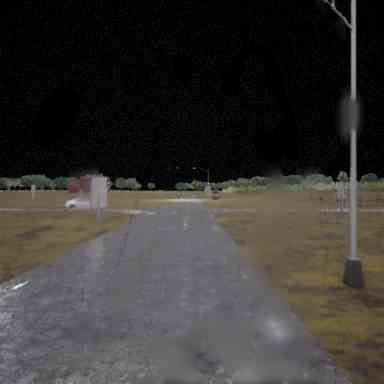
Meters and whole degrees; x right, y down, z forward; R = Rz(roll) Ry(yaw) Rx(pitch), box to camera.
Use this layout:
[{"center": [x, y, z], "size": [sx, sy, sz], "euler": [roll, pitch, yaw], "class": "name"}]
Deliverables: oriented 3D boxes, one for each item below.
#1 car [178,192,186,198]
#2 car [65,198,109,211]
[{"center": [-2.707, 0.766, 88.681], "size": [1.994, 1.385, 4.181], "euler": [0, 0, 0], "class": "car"}, {"center": [-11.623, 1.370, 36.845], "size": [4.674, 1.442, 1.812], "euler": [1, -1, 0], "class": "car"}]
